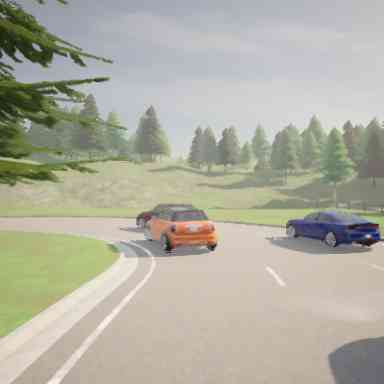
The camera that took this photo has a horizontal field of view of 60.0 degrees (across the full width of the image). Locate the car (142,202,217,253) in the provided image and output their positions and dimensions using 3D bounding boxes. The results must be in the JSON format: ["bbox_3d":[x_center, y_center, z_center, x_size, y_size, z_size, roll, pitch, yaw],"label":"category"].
[{"bbox_3d":[-0.627,1.444,14.576,2.097,1.767,4.553,0,0,-19],"label":"car"}]

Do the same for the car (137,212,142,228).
[{"bbox_3d":[-1.571,1.485,21.528,4.553,1.767,2.097,0,0,43],"label":"car"}]

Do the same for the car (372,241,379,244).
[{"bbox_3d":[3.853,1.567,3.168,1.812,1.442,4.674,0,0,2],"label":"car"}]

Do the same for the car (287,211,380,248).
[{"bbox_3d":[6.373,1.613,15.673,1.882,1.535,5.008,1,0,-15],"label":"car"}]
